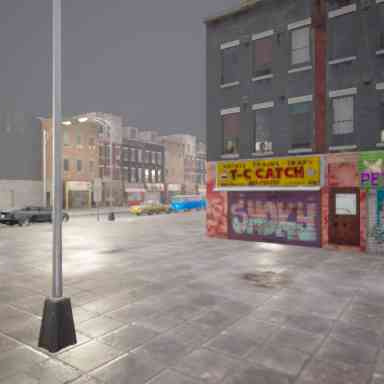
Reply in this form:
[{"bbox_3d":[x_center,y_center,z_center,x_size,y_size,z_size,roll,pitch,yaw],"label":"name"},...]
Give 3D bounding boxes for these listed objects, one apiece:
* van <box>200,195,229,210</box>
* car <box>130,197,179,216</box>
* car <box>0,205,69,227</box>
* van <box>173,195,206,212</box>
[{"bbox_3d":[2.824,1.233,40.503,1.690,1.788,3.998,0,0,35],"label":"van"},{"bbox_3d":[-3.655,1.448,31.428,1.752,1.417,4.829,0,0,35],"label":"car"},{"bbox_3d":[-10.331,1.522,22.077,1.947,1.339,4.313,0,0,35],"label":"car"},{"bbox_3d":[-0.465,1.249,35.896,1.690,1.788,3.998,0,0,35],"label":"van"}]
